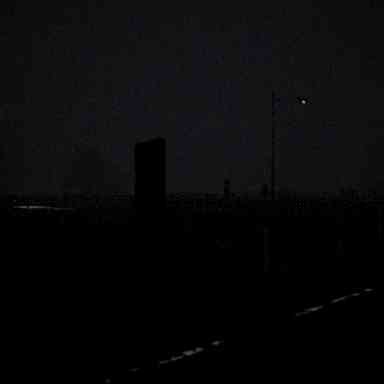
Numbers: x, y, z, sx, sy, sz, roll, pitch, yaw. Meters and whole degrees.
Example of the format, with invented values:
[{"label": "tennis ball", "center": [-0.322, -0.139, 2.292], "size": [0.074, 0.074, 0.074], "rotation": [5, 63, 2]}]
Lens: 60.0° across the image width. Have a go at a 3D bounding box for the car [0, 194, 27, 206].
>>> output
[{"label": "car", "center": [-20.967, 0.928, 38.503], "size": [4.718, 1.301, 1.895], "rotation": [1, 0, 34]}]
